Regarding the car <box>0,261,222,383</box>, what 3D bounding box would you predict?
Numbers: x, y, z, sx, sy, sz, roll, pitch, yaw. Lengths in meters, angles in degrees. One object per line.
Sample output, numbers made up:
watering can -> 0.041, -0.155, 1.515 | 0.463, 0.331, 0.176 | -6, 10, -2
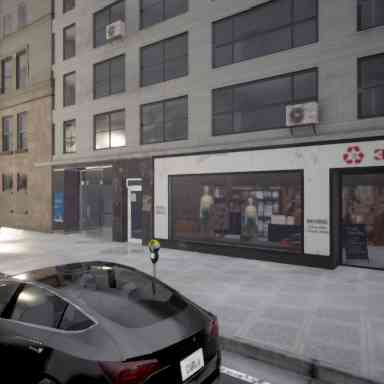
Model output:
car -> -1.684, 1.566, 4.176 | 4.313, 1.339, 1.947 | 0, 0, 36
